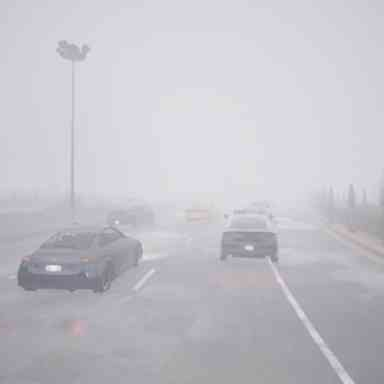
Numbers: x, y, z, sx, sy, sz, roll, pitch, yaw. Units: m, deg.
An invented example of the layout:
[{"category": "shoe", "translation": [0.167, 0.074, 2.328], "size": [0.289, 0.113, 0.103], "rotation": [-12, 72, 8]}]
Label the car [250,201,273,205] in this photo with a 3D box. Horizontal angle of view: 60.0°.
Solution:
[{"category": "car", "translation": [3.897, 1.569, 20.867], "size": [1.882, 1.535, 5.008], "rotation": [0, 0, 15]}]

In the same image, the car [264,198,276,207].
[{"category": "car", "translation": [14.131, 1.779, 59.876], "size": [1.837, 1.490, 4.892], "rotation": [0, 0, 16]}]

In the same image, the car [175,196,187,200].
[{"category": "car", "translation": [-2.460, 1.573, 77.225], "size": [1.812, 1.442, 4.674], "rotation": [0, -2, 16]}]

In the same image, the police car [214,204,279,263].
[{"category": "police car", "translation": [2.113, 1.479, 12.509], "size": [1.930, 1.638, 5.238], "rotation": [0, 0, 9]}]

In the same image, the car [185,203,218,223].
[{"category": "car", "translation": [0.911, 1.574, 26.346], "size": [1.882, 1.535, 5.008], "rotation": [0, 0, 16]}]

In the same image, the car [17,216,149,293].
[{"category": "car", "translation": [-2.717, 1.583, 8.993], "size": [1.994, 1.385, 4.181], "rotation": [0, 0, 6]}]

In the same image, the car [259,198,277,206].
[{"category": "car", "translation": [5.455, 1.468, 26.250], "size": [2.097, 1.767, 4.553], "rotation": [0, 0, 16]}]

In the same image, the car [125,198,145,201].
[{"category": "car", "translation": [-6.811, 1.454, 38.161], "size": [2.097, 1.767, 4.553], "rotation": [0, 0, 17]}]

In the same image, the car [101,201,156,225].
[{"category": "car", "translation": [-3.860, 1.564, 22.044], "size": [1.837, 1.490, 4.892], "rotation": [0, 0, 14]}]

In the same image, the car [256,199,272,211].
[{"category": "car", "translation": [9.975, 1.712, 45.754], "size": [1.837, 1.490, 4.892], "rotation": [0, 0, 17]}]

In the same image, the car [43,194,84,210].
[{"category": "car", "translation": [-14.258, 1.285, 37.678], "size": [2.150, 2.045, 5.566], "rotation": [0, 0, 17]}]

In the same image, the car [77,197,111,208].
[{"category": "car", "translation": [-10.442, 1.634, 38.245], "size": [2.033, 1.411, 5.357], "rotation": [0, 0, 17]}]
